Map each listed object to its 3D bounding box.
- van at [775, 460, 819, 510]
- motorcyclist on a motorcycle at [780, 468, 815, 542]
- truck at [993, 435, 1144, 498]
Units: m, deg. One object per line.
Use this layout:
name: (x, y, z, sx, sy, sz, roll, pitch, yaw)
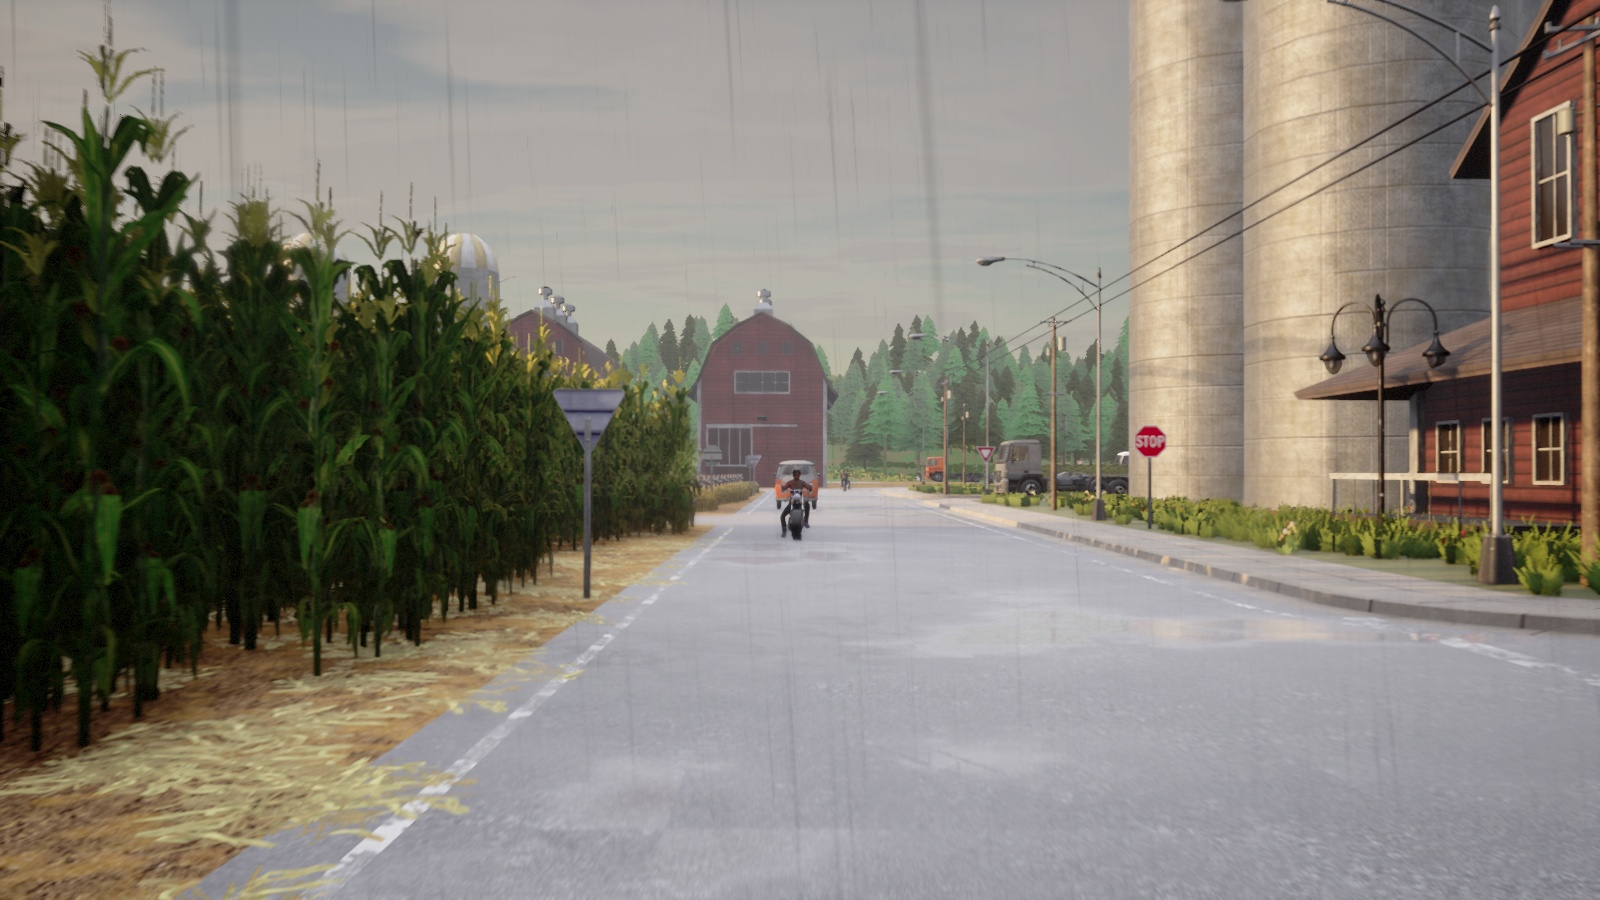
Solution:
van: (-0.127, 1.451, 52.746, 1.775, 1.987, 4.442, 0, -1, 0)
motorcyclist on a motorcycle: (-0.068, 1.255, 29.271, 0.766, 1.649, 2.350, 0, -1, -1)
truck: (15.120, 0.963, 71.108, 7.936, 3.462, 2.891, 0, -1, -1)
